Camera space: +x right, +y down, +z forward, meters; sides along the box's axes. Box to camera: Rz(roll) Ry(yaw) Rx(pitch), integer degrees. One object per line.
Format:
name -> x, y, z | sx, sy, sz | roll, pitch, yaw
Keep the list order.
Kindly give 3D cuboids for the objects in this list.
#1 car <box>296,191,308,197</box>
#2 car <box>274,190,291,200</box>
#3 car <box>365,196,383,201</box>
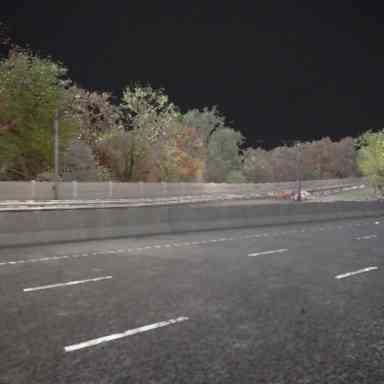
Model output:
car -> 26.478, 0.475, 79.695 | 1.812, 1.442, 4.674 | 0, 2, 33
car -> 18.040, 0.563, 66.312 | 2.150, 2.045, 5.566 | 0, 1, 31
car -> 30.967, 1.499, 56.114 | 4.902, 1.511, 2.128 | 0, 0, -35
